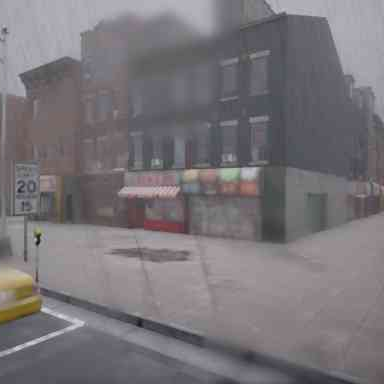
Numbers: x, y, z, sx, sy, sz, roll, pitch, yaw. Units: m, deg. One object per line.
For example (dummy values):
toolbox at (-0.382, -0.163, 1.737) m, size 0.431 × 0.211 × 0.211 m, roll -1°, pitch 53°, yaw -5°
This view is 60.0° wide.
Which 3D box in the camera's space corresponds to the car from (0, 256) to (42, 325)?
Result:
car at (-4.698, 1.520, 6.154) m, size 4.829 × 1.417 × 1.752 m, roll 0°, pitch 0°, yaw 36°
